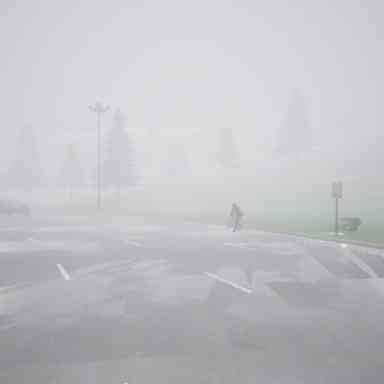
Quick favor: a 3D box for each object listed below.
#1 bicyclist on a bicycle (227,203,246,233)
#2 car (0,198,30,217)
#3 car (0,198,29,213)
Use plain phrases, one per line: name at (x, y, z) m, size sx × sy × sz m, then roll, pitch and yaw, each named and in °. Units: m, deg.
bicyclist on a bicycle at (2.452, 1.454, 18.515) m, size 0.582 × 1.620 × 1.656 m, roll 0°, pitch -2°, yaw -31°
car at (-17.335, 1.526, 31.663) m, size 4.674 × 1.442 × 1.812 m, roll 0°, pitch 0°, yaw 33°
car at (-20.845, 1.504, 37.484) m, size 4.892 × 1.490 × 1.837 m, roll 0°, pitch 0°, yaw 27°
